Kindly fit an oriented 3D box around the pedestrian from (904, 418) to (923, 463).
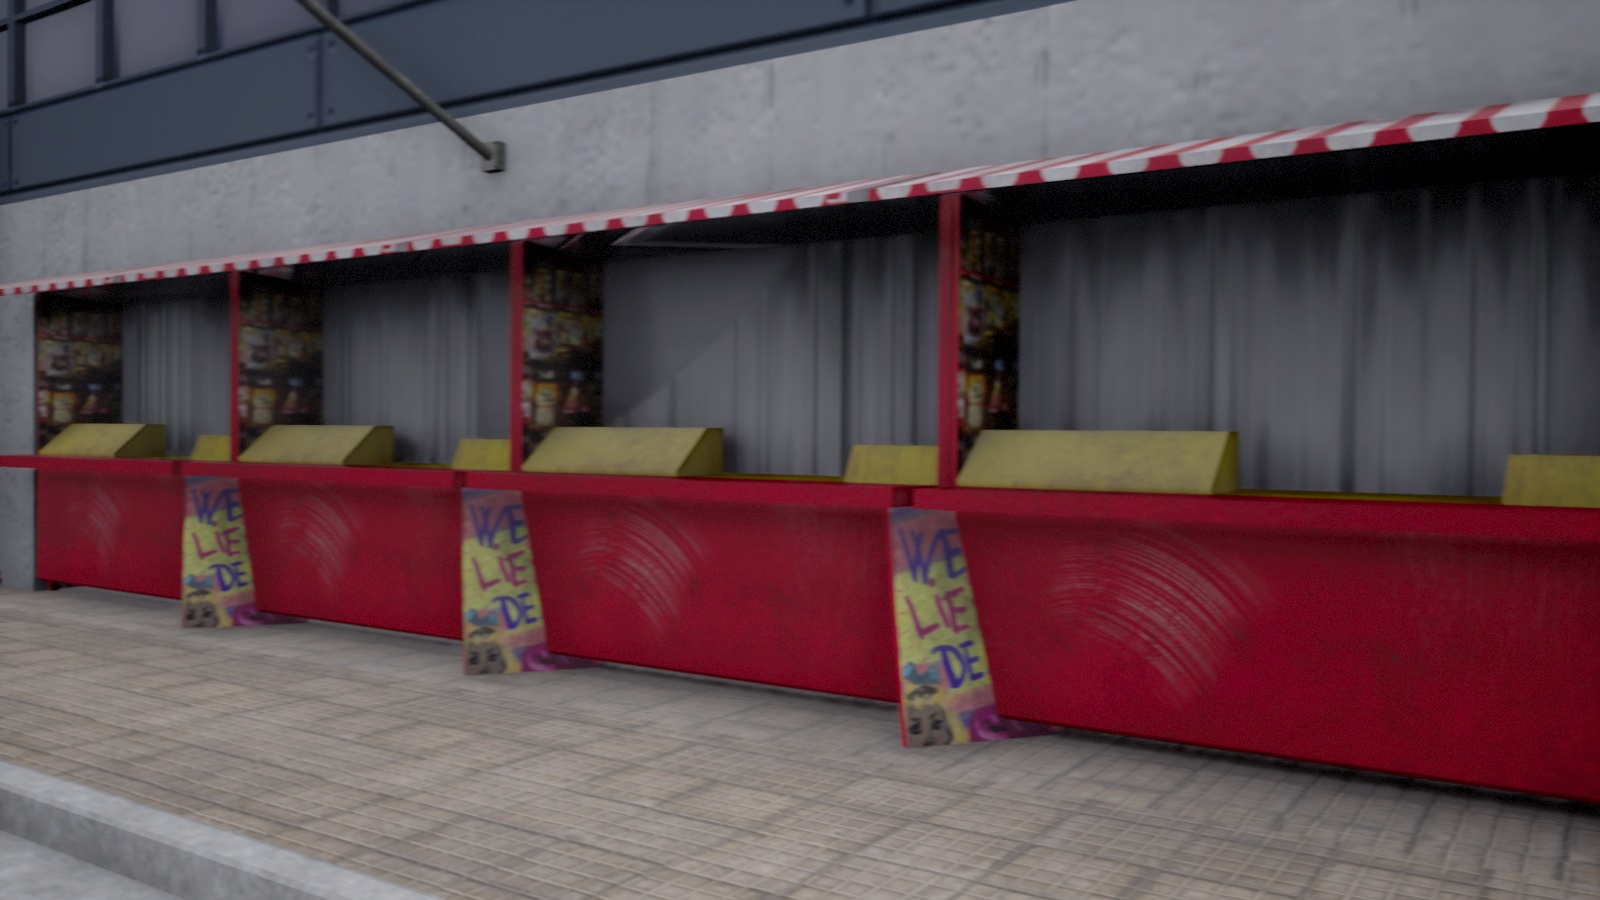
[{"bbox_3d":[4.930,-0.395,54.372,0.692,1.930,0.395,0,1,32],"label":"pedestrian"}]
